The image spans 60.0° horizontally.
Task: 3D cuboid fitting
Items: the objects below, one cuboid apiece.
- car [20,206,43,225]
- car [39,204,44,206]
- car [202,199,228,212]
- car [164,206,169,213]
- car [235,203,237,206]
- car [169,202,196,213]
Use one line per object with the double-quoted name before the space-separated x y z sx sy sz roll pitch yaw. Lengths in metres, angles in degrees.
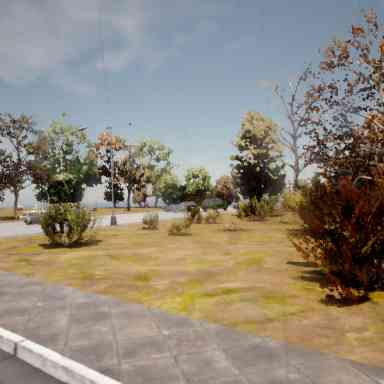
"car" -13.711 2.386 32.629 2.128 1.511 4.902 -3 -2 33
"car" -15.632 2.281 36.136 2.150 2.045 5.566 -3 -2 32
"car" 3.713 2.100 53.502 2.150 2.045 5.566 -3 -2 32
"car" -2.919 2.760 56.296 1.994 1.385 4.181 -3 -2 33
"car" 9.364 2.575 62.406 1.895 1.301 4.718 -3 -2 33
"car" -1.106 2.370 52.647 2.097 1.767 4.553 -3 -2 32
